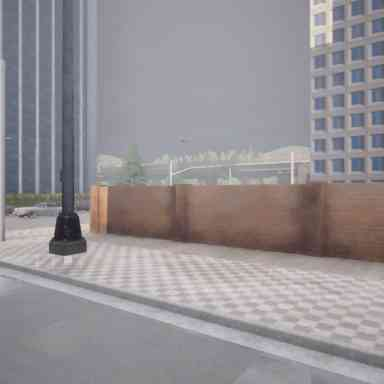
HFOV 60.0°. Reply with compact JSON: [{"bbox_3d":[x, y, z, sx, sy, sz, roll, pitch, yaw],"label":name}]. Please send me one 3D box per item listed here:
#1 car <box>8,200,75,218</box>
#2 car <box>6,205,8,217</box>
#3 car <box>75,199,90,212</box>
[{"bbox_3d":[-13.420,1.601,29.947,1.895,1.301,4.718,0,0,35],"label":"car"},{"bbox_3d":[-18.224,1.547,29.252,2.033,1.411,5.357,0,0,32],"label":"car"},{"bbox_3d":[-12.415,1.547,37.483,2.033,1.411,5.357,0,0,35],"label":"car"}]
